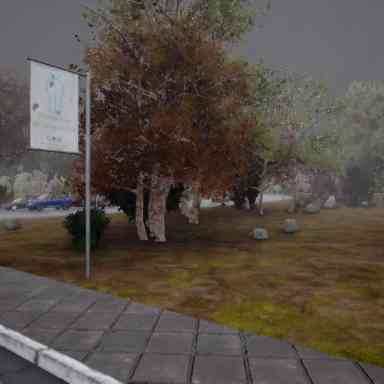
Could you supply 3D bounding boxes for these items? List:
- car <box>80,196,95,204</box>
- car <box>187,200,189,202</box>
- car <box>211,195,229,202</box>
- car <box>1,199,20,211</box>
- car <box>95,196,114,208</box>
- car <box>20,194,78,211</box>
[{"bbox_3d":[-14.835,1.319,48.724,2.097,1.767,4.553,0,0,38],"label":"car"},{"bbox_3d":[-2.512,1.386,59.279,1.837,1.490,4.892,0,0,35],"label":"car"},{"bbox_3d":[5.662,1.361,65.107,2.033,1.411,5.357,0,0,31],"label":"car"},{"bbox_3d":[-20.819,1.499,41.105,1.837,1.490,4.892,0,0,38],"label":"car"},{"bbox_3d":[-11.024,1.312,47.930,2.097,1.767,4.553,0,0,37],"label":"car"},{"bbox_3d":[-17.119,1.212,40.129,2.150,2.045,5.566,0,0,39],"label":"car"}]
